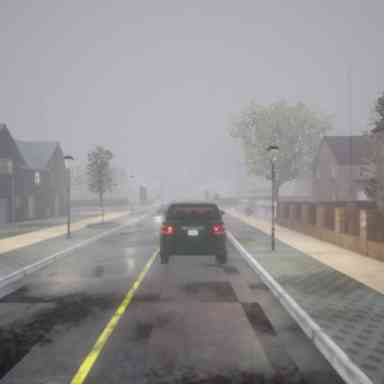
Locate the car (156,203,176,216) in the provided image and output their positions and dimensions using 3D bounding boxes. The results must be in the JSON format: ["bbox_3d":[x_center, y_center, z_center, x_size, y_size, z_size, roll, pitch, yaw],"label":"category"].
[{"bbox_3d":[-2.811,1.883,37.010,1.895,1.301,4.718,0,-1,1],"label":"car"}]

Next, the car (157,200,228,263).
[{"bbox_3d":[0.064,1.300,12.402,2.150,2.045,5.566,0,0,1],"label":"car"}]

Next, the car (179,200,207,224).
[{"bbox_3d":[0.065,1.543,27.313,2.097,1.767,4.553,0,0,0],"label":"car"}]
